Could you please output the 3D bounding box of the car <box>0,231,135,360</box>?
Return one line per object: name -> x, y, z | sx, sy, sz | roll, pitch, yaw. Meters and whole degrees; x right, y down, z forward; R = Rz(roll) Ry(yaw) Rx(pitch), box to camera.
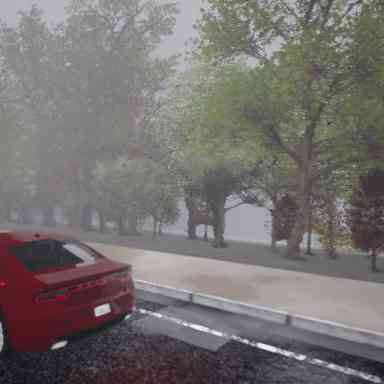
car -> -3.237, 1.450, 5.992 | 5.008, 1.535, 1.882 | 0, 0, 36
